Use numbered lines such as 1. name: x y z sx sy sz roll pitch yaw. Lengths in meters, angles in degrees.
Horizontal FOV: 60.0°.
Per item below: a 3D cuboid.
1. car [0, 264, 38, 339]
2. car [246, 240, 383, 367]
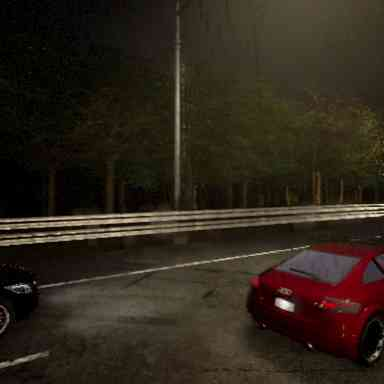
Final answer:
1. car: -4.736 1.512 4.685 4.674 1.442 1.812 0 0 -35
2. car: 2.950 1.558 5.813 4.181 1.385 1.994 0 0 -34
